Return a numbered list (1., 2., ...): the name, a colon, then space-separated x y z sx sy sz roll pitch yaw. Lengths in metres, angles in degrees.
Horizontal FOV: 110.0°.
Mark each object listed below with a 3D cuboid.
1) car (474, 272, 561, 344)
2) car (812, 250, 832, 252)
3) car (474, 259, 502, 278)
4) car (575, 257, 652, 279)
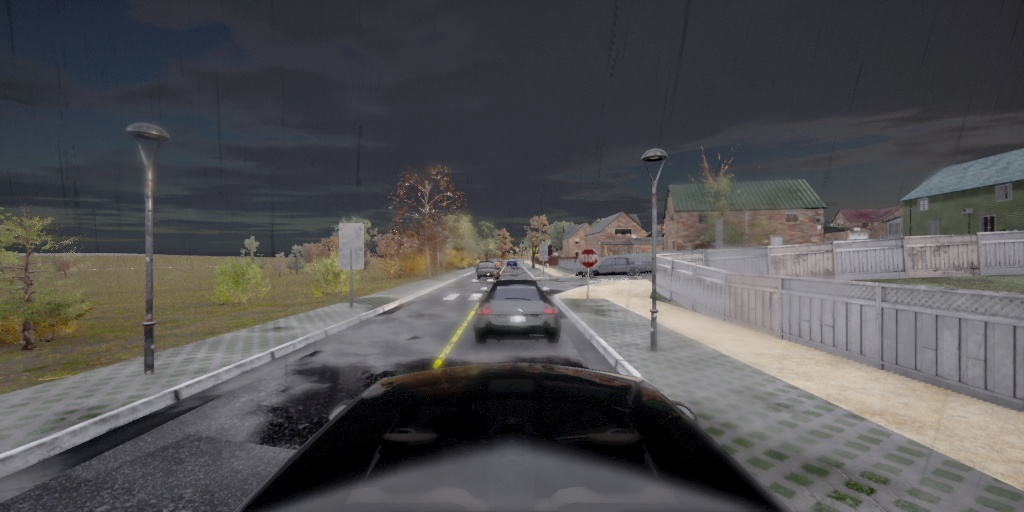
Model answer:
1. car: 0.100 1.313 9.630 1.994 1.385 4.181 0 0 -1
2. car: 18.733 0.162 21.927 4.181 1.385 1.994 -3 0 14
3. car: -2.258 1.257 31.555 1.837 1.490 4.892 0 0 -8
4. car: 7.136 0.816 25.083 5.357 1.411 2.033 -3 0 17
